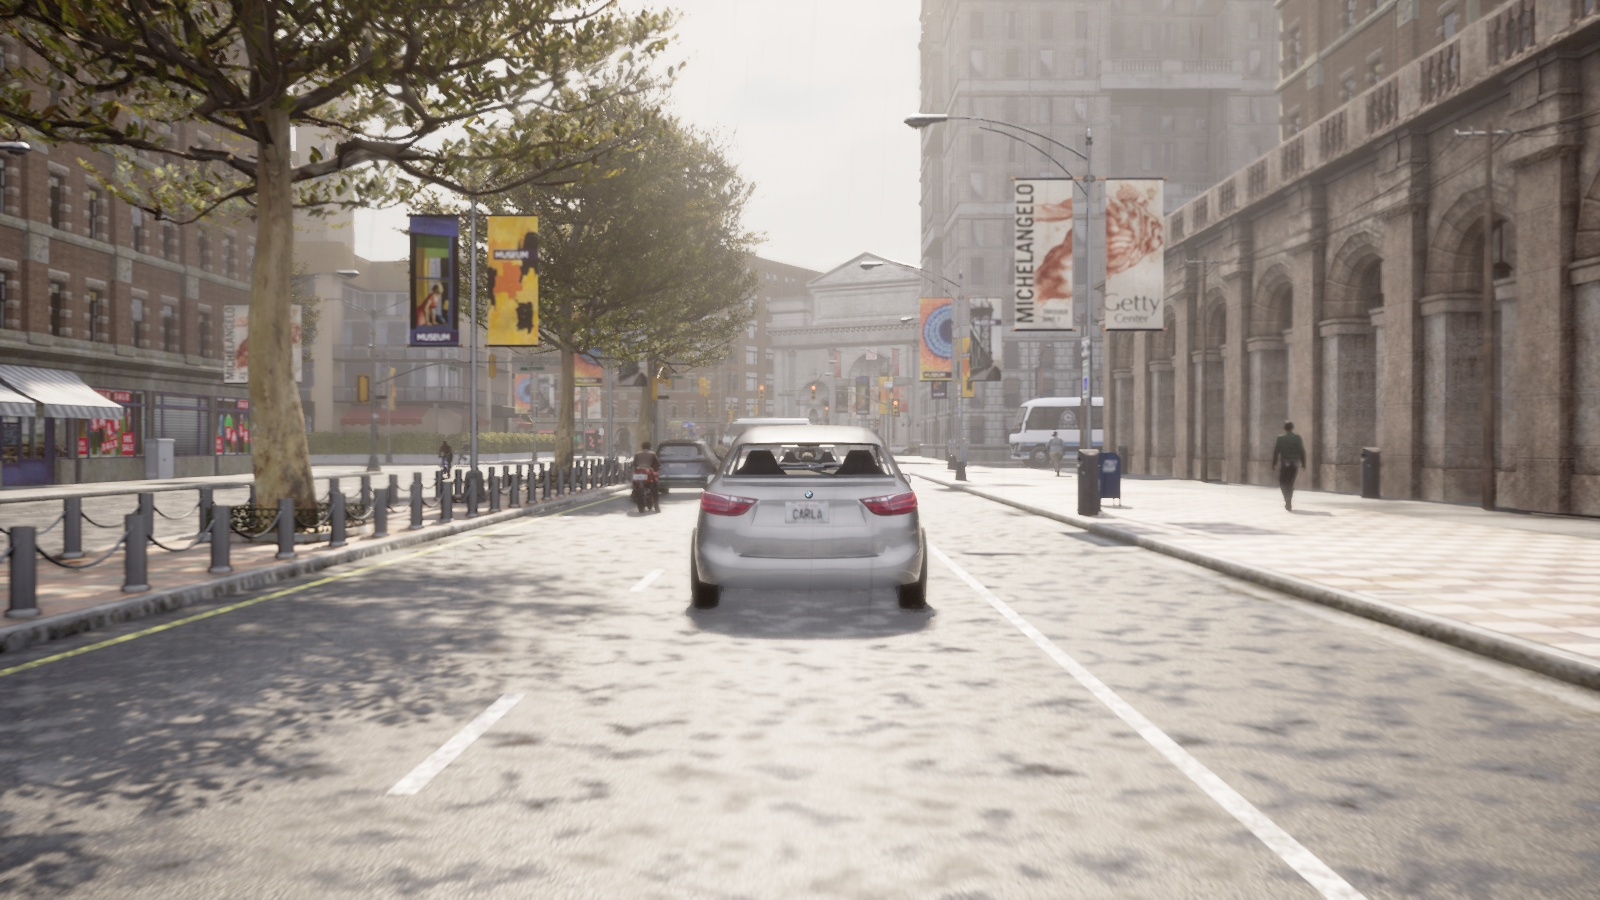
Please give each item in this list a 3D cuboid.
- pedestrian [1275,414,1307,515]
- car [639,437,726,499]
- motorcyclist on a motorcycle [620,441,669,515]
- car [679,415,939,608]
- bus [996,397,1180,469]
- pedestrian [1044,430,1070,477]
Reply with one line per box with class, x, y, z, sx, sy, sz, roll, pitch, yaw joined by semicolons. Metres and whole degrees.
pedestrian;9.570;0.273;24.488;0.423;1.949;0.788;0;0;10
car;-3.281;0.471;35.949;2.033;1.649;4.856;0;0;0
motorcyclist on a motorcycle;-3.331;0.574;27.010;0.797;1.523;2.044;0;0;0
car;0.090;0.517;13.125;2.242;1.667;4.611;0;0;0
bus;17.386;-1.046;76.342;10.273;4.253;3.944;0;0;0
pedestrian;10.306;0.128;50.369;0.874;1.855;0.900;0;0;0
